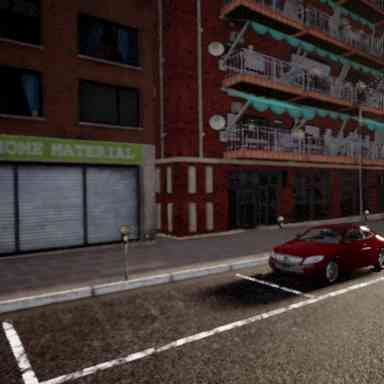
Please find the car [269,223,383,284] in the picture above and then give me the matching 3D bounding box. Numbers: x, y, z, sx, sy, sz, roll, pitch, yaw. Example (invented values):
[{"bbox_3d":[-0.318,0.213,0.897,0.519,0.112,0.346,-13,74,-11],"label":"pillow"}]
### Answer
[{"bbox_3d":[4.024,1.577,9.443,4.206,1.307,1.802,0,-1,-35],"label":"car"}]
